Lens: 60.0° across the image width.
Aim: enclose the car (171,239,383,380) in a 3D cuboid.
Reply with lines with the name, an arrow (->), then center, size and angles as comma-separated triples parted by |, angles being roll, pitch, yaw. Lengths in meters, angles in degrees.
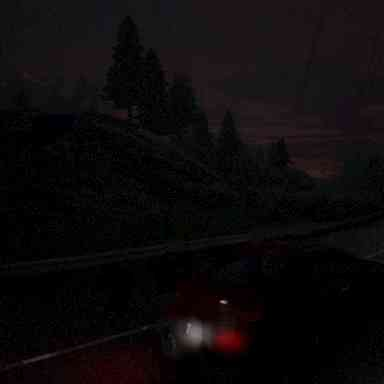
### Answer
car -> 1.810, 1.535, 5.512 | 4.674, 1.442, 1.812 | 0, 0, -39
